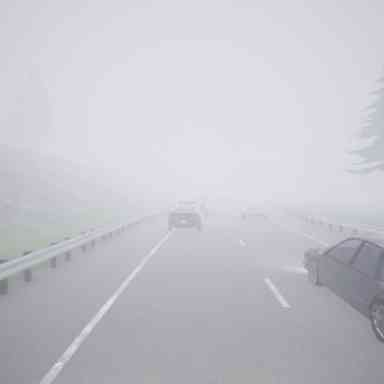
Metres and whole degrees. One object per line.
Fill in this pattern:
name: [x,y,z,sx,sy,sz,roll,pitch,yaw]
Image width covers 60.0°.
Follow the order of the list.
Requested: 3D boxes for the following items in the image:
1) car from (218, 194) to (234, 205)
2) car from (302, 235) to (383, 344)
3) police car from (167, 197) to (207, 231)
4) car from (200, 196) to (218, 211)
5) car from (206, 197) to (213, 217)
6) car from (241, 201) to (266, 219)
car: [5.396,1.194,55.076,2.097,1.767,4.553,0,0,10]
car: [3.717,1.532,6.209,2.033,1.411,5.357,0,0,2]
police car: [-0.272,1.365,20.151,1.930,1.638,5.238,0,0,4]
car: [1.337,1.246,35.888,2.097,1.767,4.553,0,0,7]
car: [0.630,1.438,29.975,1.812,1.442,4.674,0,0,6]
car: [5.171,1.447,28.277,1.812,1.442,4.674,0,0,6]
